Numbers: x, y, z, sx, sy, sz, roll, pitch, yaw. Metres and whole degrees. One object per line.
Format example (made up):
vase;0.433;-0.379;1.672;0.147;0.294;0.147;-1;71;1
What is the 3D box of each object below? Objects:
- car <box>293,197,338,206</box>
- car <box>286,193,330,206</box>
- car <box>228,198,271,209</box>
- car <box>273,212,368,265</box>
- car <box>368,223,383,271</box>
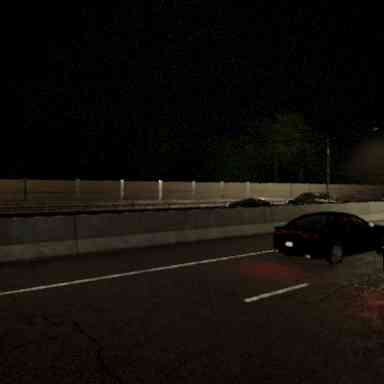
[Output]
car;11.351;1.402;29.256;4.674;1.442;1.812;0;0;-35
car;12.075;1.084;34.067;5.566;2.045;2.150;0;0;-35
car;5.857;1.362;33.937;5.008;1.535;1.882;0;0;-35
car;4.976;1.428;11.584;5.008;1.535;1.882;0;0;-35
car;6.764;1.457;8.560;4.892;1.490;1.837;0;0;-35
